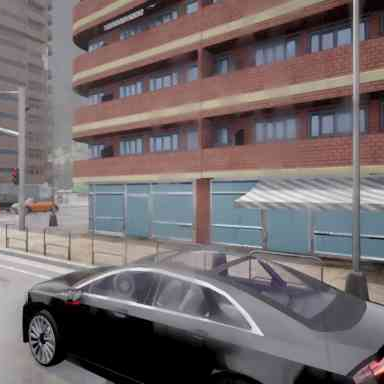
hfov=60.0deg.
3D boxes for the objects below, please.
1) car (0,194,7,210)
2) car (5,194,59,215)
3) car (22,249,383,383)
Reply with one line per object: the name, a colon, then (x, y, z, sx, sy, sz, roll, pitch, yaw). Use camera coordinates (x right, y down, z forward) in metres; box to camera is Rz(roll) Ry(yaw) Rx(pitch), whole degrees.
car: (-20.213, 1.221, 35.044, 2.150, 2.045, 5.566, 0, 0, 35)
car: (-16.287, 1.352, 34.487, 2.097, 1.767, 4.553, 0, 0, 36)
car: (-0.202, 1.491, 4.132, 4.902, 1.511, 2.128, 0, 0, 35)
